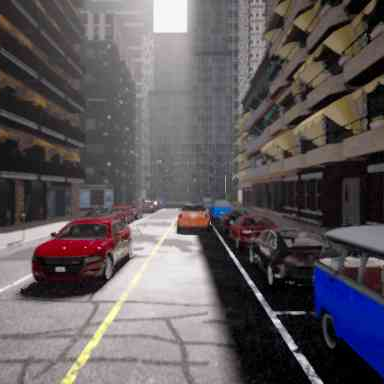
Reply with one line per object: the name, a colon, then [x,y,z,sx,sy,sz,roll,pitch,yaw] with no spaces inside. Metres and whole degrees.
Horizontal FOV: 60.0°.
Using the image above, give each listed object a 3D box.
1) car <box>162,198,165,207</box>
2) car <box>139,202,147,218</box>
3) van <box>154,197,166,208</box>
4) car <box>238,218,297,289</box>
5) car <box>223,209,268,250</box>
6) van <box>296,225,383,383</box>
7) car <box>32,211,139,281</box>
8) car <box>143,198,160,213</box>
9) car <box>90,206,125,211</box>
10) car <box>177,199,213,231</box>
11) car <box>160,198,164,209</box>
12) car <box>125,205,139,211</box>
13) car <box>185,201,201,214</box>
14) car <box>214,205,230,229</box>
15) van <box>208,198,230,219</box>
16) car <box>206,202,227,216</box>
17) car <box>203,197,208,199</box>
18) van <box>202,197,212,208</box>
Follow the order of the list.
car: [-5.695,2.044,54.105,2.008,1.369,4.403,-1,-1,0]
car: [-5.697,1.869,31.697,1.802,1.307,4.206,-1,-1,0]
van: [-5.698,1.886,59.708,1.690,1.788,3.998,-1,-1,0]
car: [2.682,1.635,9.261,2.008,1.369,4.403,-1,-1,0]
car: [2.682,1.680,14.863,1.887,1.381,4.507,-1,-1,0]
van: [2.678,1.375,3.662,1.690,1.788,3.998,-1,-1,0]
car: [-3.099,1.572,10.333,1.882,1.535,5.008,0,-1,0]
car: [-5.698,1.830,42.902,1.967,1.590,4.097,-1,-1,0]
car: [-5.698,1.752,20.494,1.947,1.339,4.313,-1,-1,0]
car: [0.099,1.555,22.485,2.097,1.767,4.553,0,-1,0]
car: [-5.696,2.007,48.502,1.947,1.339,4.313,-1,-1,0]
car: [-5.698,1.781,26.096,1.887,1.381,4.507,-1,-1,0]
car: [0.105,1.883,41.869,1.837,1.490,4.892,0,-1,0]
car: [2.682,1.752,20.464,1.947,1.339,4.313,-1,-1,0]
van: [2.680,1.629,31.670,1.690,1.788,3.998,-1,-1,0]
car: [2.684,1.889,37.271,2.008,1.369,4.403,-1,-1,0]
car: [2.685,2.020,54.245,1.752,1.417,4.829,-1,-1,0]
van: [2.682,1.886,59.679,1.690,1.788,3.998,-1,-1,0]
